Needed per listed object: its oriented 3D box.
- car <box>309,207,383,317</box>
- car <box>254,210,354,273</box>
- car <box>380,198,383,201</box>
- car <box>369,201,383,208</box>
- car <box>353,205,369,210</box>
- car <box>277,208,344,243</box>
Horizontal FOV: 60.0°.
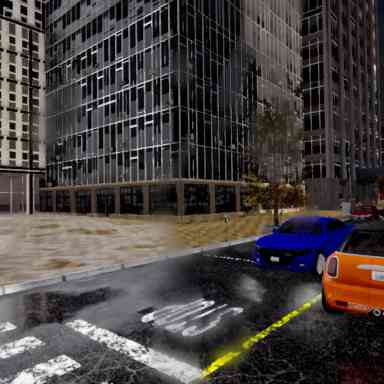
[{"bbox_3d":[4.411,1.357,6.877,2.097,1.767,4.553,-2,-1,41],"label":"car"},{"bbox_3d":[3.896,1.563,11.013,1.882,1.535,5.008,-2,-1,41],"label":"car"},{"bbox_3d":[42.990,1.659,77.768,4.507,1.381,1.887,-1,-2,40],"label":"car"},{"bbox_3d":[14.132,1.564,22.820,2.128,1.511,4.902,-2,-1,41],"label":"car"},{"bbox_3d":[13.924,1.720,26.530,1.802,1.307,4.206,-1,-1,41],"label":"car"},{"bbox_3d":[6.533,1.673,17.997,1.752,1.417,4.829,-1,-1,41],"label":"car"}]
